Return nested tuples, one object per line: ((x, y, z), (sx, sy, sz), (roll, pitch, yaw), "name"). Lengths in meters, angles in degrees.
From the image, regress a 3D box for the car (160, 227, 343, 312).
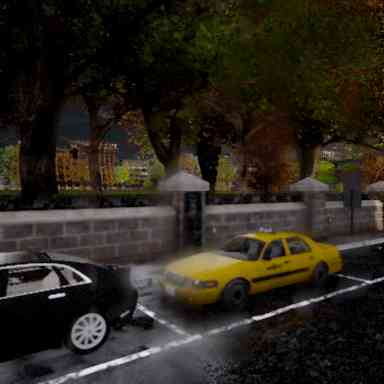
((1.552, 1.526, 7.666), (4.829, 1.417, 1.752), (0, 0, -35), "car")

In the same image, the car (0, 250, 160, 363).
((-2.894, 1.551, 4.495), (4.403, 1.369, 2.008), (0, 0, -35), "car")
